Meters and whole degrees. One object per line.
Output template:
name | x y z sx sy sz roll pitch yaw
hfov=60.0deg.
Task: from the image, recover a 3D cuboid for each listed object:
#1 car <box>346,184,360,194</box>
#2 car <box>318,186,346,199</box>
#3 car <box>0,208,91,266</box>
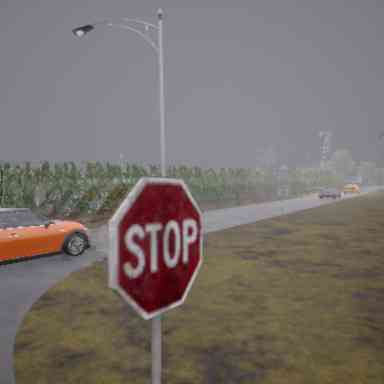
car | 25.619 -0.479 53.237 1.882 1.535 5.008 0 2 36
car | 17.329 0.130 41.702 2.033 1.411 5.357 0 2 35
car | -5.374 1.266 10.149 2.097 1.767 4.553 0 2 36
